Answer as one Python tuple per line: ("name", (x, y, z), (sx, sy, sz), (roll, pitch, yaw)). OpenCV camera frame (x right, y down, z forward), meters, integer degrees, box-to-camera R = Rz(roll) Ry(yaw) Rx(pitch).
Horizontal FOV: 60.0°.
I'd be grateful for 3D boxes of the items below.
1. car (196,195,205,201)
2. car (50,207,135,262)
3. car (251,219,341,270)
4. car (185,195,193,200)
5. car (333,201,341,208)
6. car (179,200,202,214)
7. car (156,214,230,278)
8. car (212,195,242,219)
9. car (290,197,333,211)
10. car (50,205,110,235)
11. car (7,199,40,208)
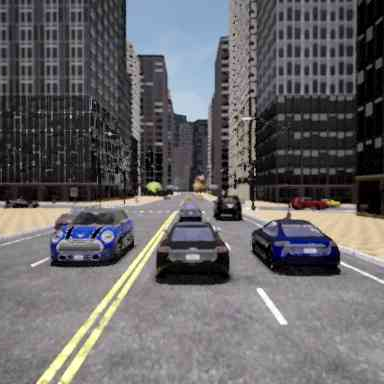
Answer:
("car", (2.471, 1.563, 91.780), (1.882, 1.535, 5.008), (0, 0, 0))
("car", (-3.446, 1.398, 12.310), (2.097, 1.767, 4.553), (0, 0, 0))
("car", (3.256, 1.597, 11.199), (1.994, 1.385, 4.181), (0, 0, 0))
("car", (-0.779, 1.567, 91.753), (1.882, 1.535, 5.008), (0, 0, 0))
("car", (21.360, 1.792, 53.605), (4.829, 1.417, 1.752), (0, 0, 0))
("car", (-0.117, 1.631, 26.710), (2.033, 1.411, 5.357), (0, 0, 0))
("car", (0.012, 1.599, 10.312), (1.994, 1.385, 4.181), (0, 0, 0))
("car", (3.105, 1.309, 29.750), (2.150, 2.045, 5.566), (0, 0, 0))
("car", (15.823, 1.648, 45.271), (5.009, 1.841, 2.192), (0, 0, 0))
("car", (-6.765, 1.624, 20.823), (2.033, 1.411, 5.357), (0, 0, 0))
("car", (-23.107, 1.607, 45.465), (4.313, 1.339, 1.947), (0, 0, 1))
